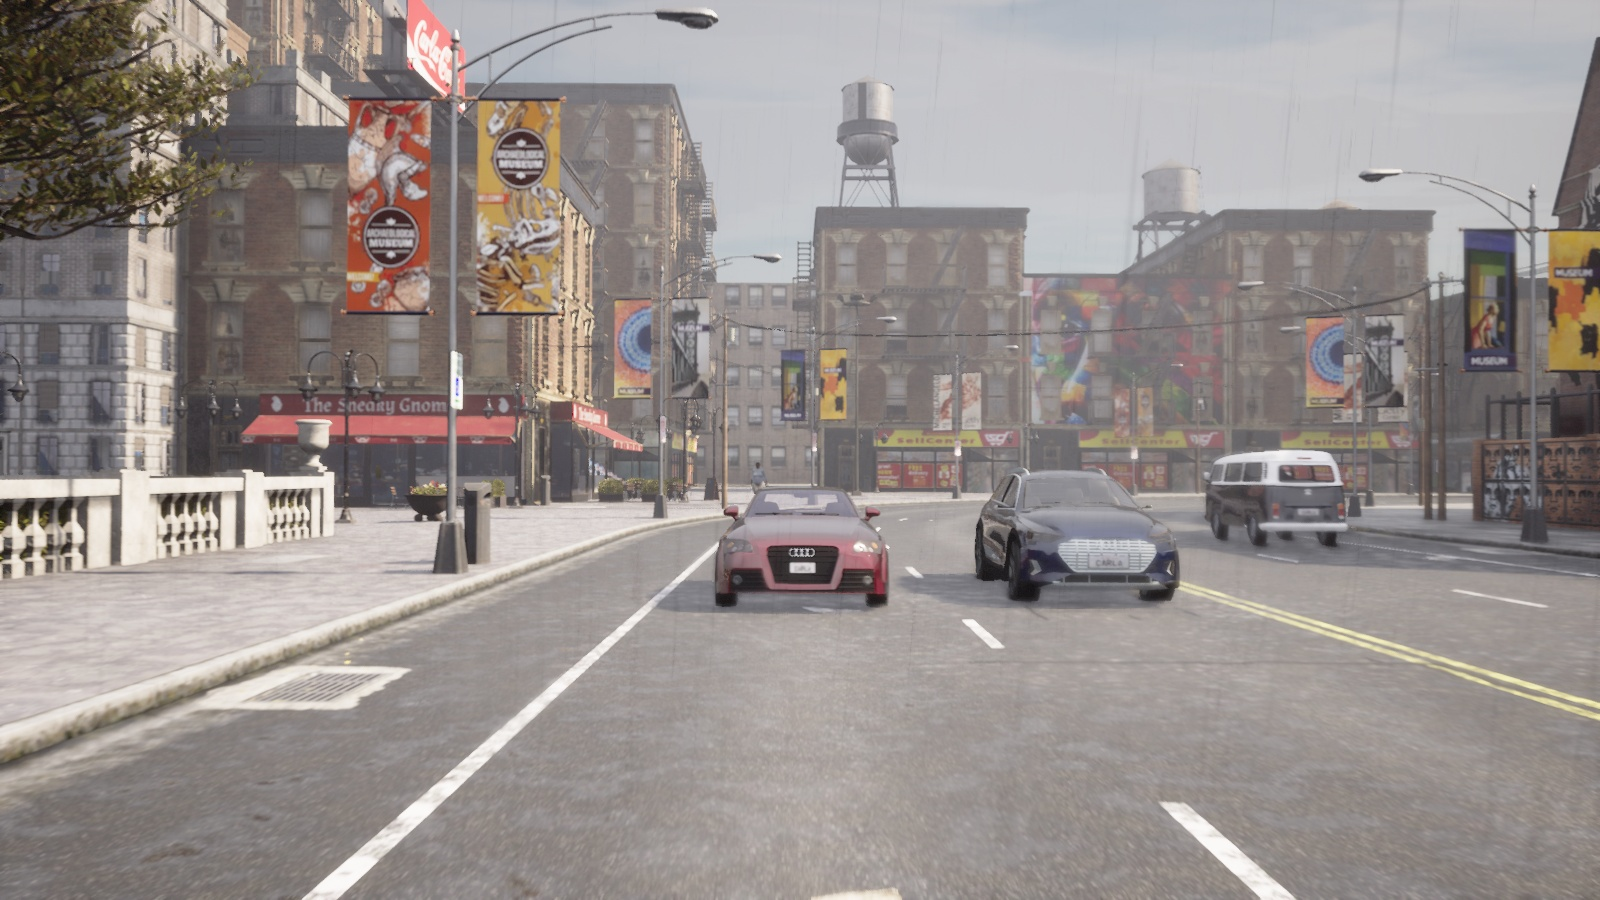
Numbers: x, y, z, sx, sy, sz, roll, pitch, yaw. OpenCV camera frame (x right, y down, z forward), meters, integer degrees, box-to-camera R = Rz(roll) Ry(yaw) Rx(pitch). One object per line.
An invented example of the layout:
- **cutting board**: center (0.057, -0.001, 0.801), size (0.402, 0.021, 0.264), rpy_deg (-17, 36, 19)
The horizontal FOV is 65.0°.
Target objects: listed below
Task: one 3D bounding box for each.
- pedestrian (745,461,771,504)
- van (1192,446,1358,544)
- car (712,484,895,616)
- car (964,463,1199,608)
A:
- **pedestrian**: center (-1.784, 1.385, 53.757), size (0.874, 1.855, 0.900), rpy_deg (-1, -1, 17)
- **van**: center (10.564, 0.973, 28.320), size (2.069, 2.038, 4.480), rpy_deg (0, -1, 1)
- **car**: center (0.024, 1.145, 15.814), size (1.994, 1.385, 4.181), rpy_deg (0, -1, 0)
- **car**: center (3.528, 1.013, 16.753), size (2.033, 1.649, 4.856), rpy_deg (0, -1, 0)
